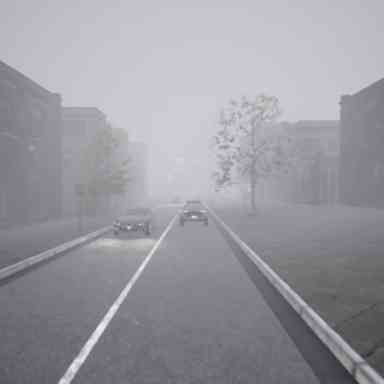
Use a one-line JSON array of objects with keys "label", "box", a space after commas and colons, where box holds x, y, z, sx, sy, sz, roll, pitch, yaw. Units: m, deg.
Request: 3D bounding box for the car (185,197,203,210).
[{"label": "car", "box": [0.202, 1.483, 42.552, 2.163, 1.488, 4.792, 0, 0, 0]}]

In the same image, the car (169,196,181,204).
[{"label": "car", "box": [-2.900, 1.462, 58.938, 1.994, 1.385, 4.181, 0, 1, 1]}]

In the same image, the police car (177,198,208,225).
[{"label": "police car", "box": [0.152, 1.492, 24.447, 2.038, 1.542, 4.974, 0, 0, 0]}]

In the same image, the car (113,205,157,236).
[{"label": "car", "box": [-3.063, 1.496, 18.581, 1.837, 1.490, 4.892, 0, 0, 0]}]
